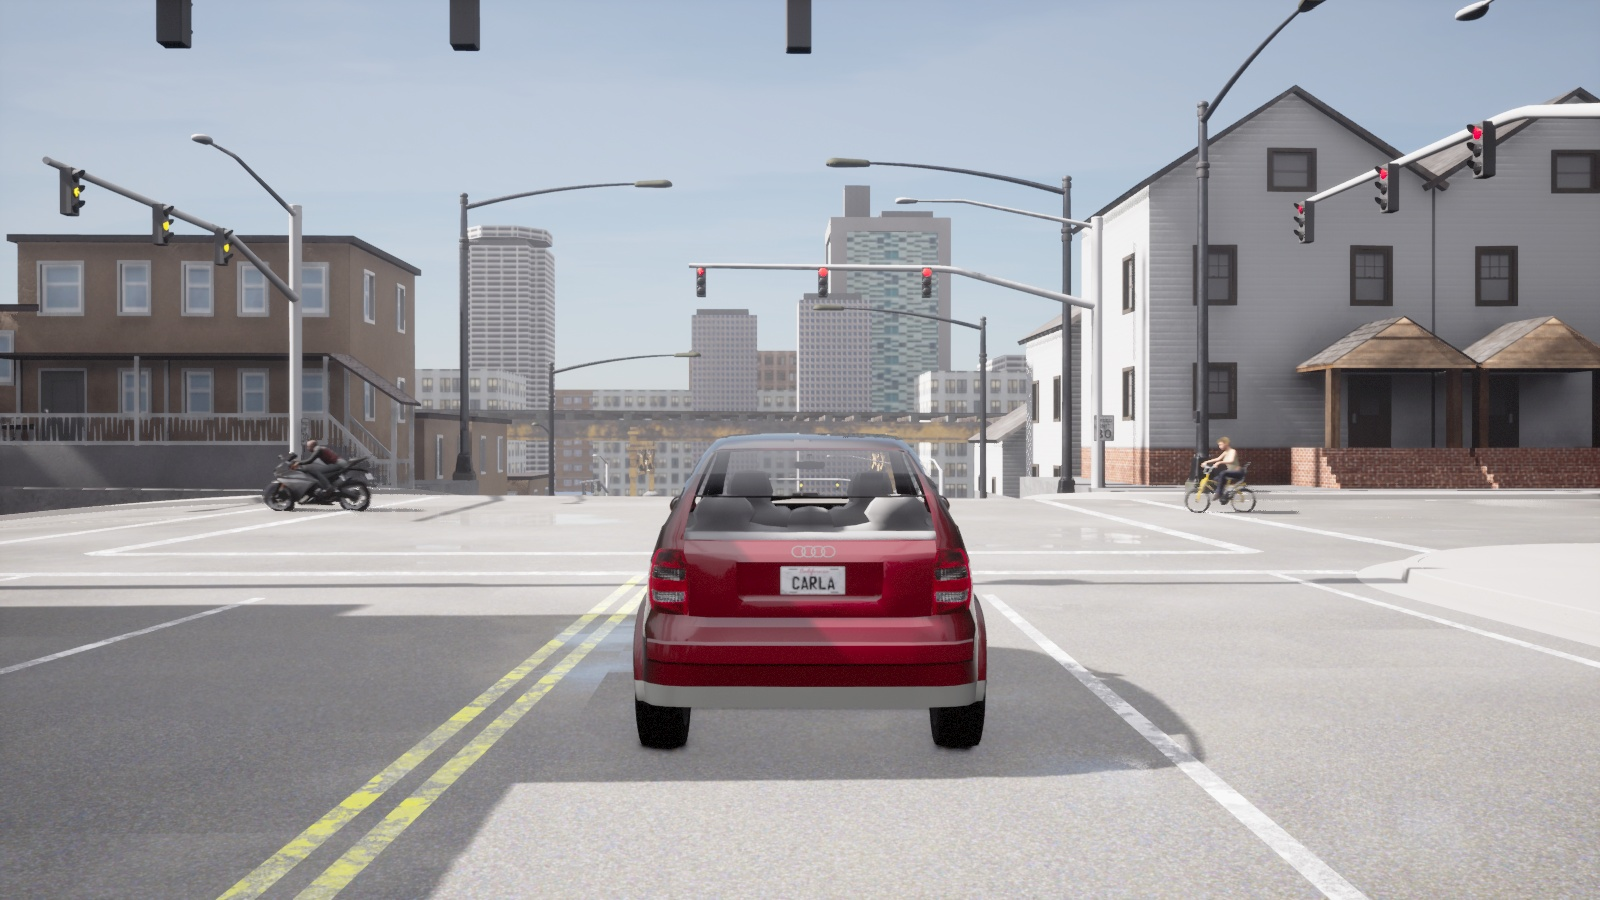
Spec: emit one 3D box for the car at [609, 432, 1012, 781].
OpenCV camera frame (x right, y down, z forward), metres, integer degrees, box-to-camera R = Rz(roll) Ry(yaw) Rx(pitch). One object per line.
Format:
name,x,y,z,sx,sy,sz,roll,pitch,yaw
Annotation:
car,0.056,0.683,7.431,1.789,1.549,3.705,0,0,0

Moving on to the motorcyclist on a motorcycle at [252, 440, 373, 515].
motorcyclist on a motorcycle,-10.161,0.556,26.238,2.191,1.530,0.866,0,1,0

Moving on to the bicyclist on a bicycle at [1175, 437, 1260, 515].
bicyclist on a bicycle,8.758,0.544,26.392,1.509,1.612,0.866,0,0,0
